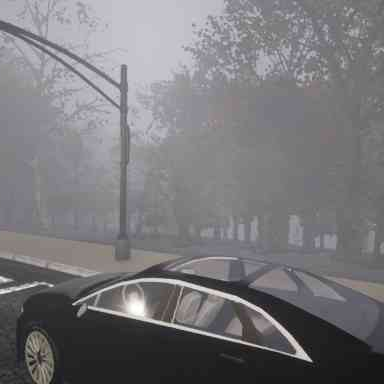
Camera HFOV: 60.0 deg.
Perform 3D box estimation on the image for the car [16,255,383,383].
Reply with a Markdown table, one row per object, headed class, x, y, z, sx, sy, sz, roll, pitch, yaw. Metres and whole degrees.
| class | x | y | z | sx | sy | sz | roll | pitch | yaw |
| --- | --- | --- | --- | --- | --- | --- | --- | --- | --- |
| car | -0.006 | 1.491 | 3.705 | 4.902 | 1.511 | 2.128 | 0 | 0 | 34 |
